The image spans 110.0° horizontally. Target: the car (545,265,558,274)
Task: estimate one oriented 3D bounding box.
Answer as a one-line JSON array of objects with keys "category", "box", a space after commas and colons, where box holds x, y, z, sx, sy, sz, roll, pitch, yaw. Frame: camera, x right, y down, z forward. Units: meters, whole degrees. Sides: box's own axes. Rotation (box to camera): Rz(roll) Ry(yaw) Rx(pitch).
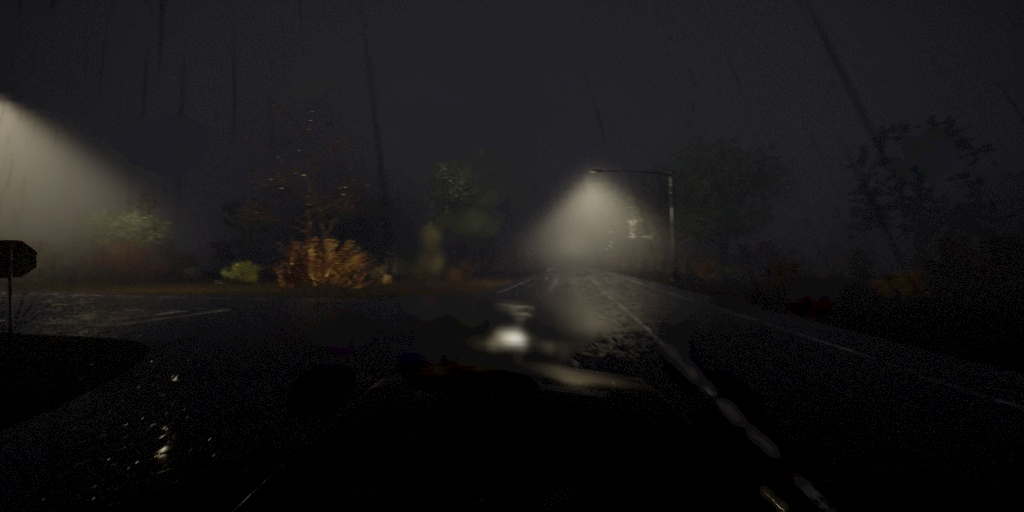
[{"category": "car", "box": [6.928, 2.362, 61.655, 1.812, 1.442, 4.674, -2, -1, 10]}]
